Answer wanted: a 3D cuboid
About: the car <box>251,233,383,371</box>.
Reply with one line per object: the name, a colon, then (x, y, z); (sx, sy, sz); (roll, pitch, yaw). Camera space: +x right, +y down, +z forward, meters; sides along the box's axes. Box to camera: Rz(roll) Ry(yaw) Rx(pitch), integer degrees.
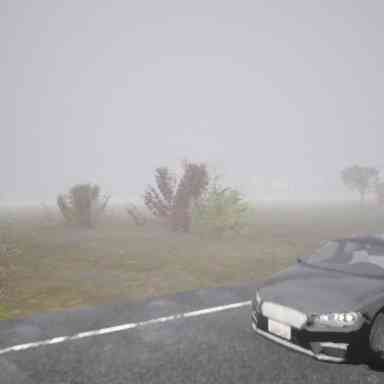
car: (3.160, 1.542, 5.832); (4.902, 1.511, 2.128); (0, -1, -35)
